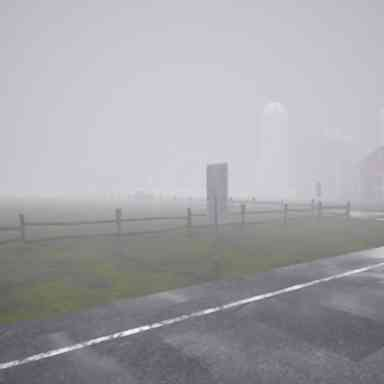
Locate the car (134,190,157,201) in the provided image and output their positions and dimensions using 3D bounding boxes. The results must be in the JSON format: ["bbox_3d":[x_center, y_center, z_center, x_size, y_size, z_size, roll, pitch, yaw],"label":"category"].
[{"bbox_3d":[-8.396,0.631,59.354,2.150,2.045,5.566,-1,1,-35],"label":"car"}]
